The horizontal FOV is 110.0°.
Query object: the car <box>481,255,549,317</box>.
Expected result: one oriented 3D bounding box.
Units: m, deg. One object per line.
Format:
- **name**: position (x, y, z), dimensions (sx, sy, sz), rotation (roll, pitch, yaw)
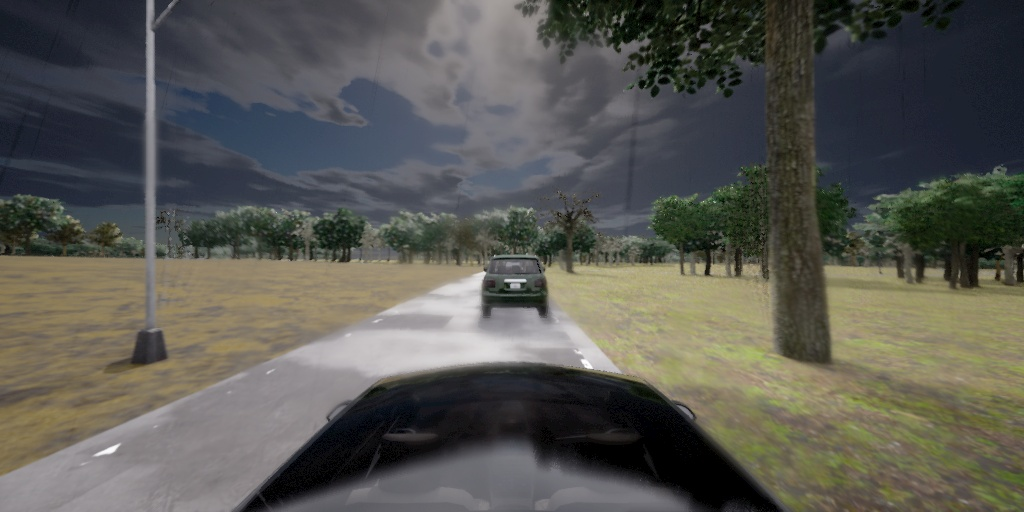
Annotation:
- **car**: position (0.101, 0.983, 13.280), dimensions (2.150, 2.045, 5.566), rotation (0, 0, 0)
